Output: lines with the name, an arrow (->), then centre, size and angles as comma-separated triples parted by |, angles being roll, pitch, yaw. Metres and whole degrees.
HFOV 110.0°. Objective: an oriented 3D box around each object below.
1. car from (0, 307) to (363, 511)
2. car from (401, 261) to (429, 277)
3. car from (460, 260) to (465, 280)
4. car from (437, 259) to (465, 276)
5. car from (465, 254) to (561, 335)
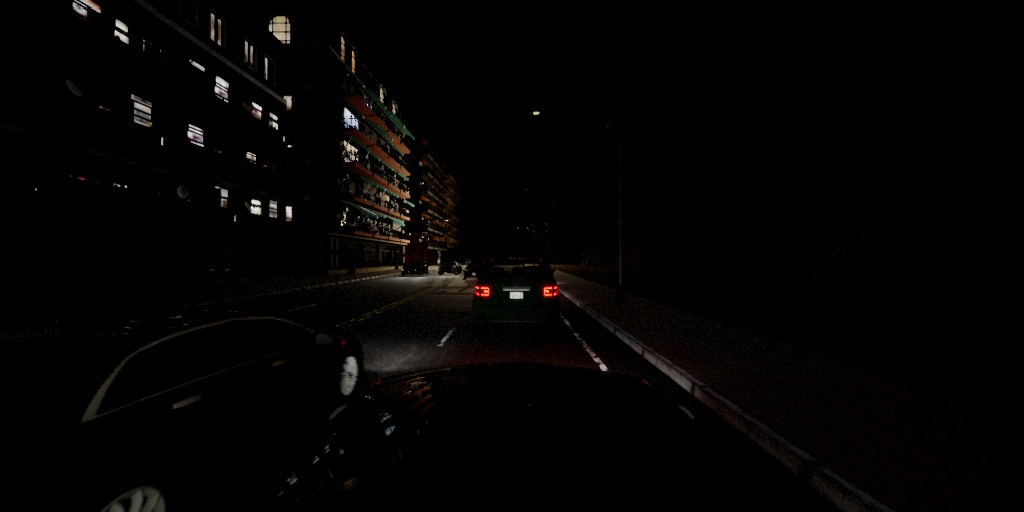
car -> -3.148, 1.254, 3.469 | 1.837, 1.490, 4.892 | 0, 0, 0
car -> -9.757, 1.256, 36.269 | 1.837, 1.490, 4.892 | 0, 0, 0
car -> -3.069, 1.278, 31.220 | 1.812, 1.442, 4.674 | 0, 0, 0
car -> -6.498, 1.299, 37.977 | 2.033, 1.411, 5.357 | 0, 0, 0
car -> 0.118, 0.973, 10.704 | 2.150, 2.045, 5.566 | 0, 0, 0
